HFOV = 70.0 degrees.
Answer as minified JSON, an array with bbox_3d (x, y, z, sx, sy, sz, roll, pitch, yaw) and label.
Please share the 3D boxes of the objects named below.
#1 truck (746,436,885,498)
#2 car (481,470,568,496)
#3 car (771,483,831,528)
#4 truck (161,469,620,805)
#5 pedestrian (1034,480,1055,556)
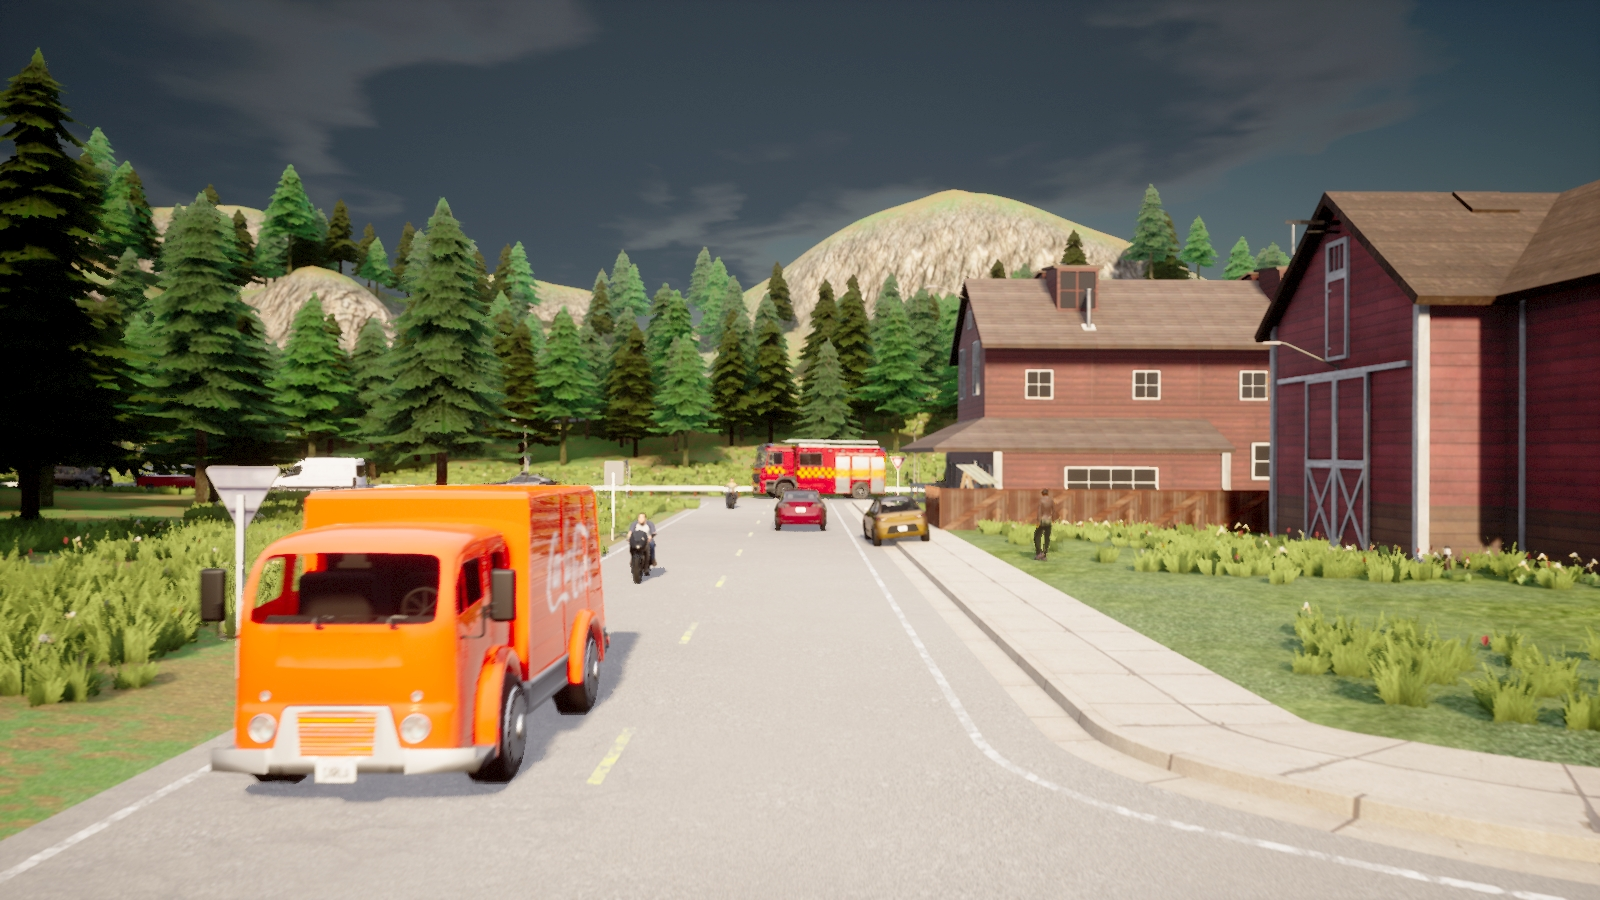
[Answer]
[{"bbox_3d":[0.984,1.135,74.039,8.468,3.827,2.891,1,-1,-14],"label":"truck"},{"bbox_3d":[-18.164,2.169,75.490,5.238,1.638,2.097,0,0,0],"label":"car"},{"bbox_3d":[0.029,2.090,43.984,2.163,1.488,4.792,0,0,0],"label":"car"},{"bbox_3d":[-3.487,1.453,11.196,2.627,2.467,5.204,0,0,0],"label":"truck"},{"bbox_3d":[6.112,1.690,28.550,0.375,1.860,0.375,0,0,-12],"label":"pedestrian"}]
